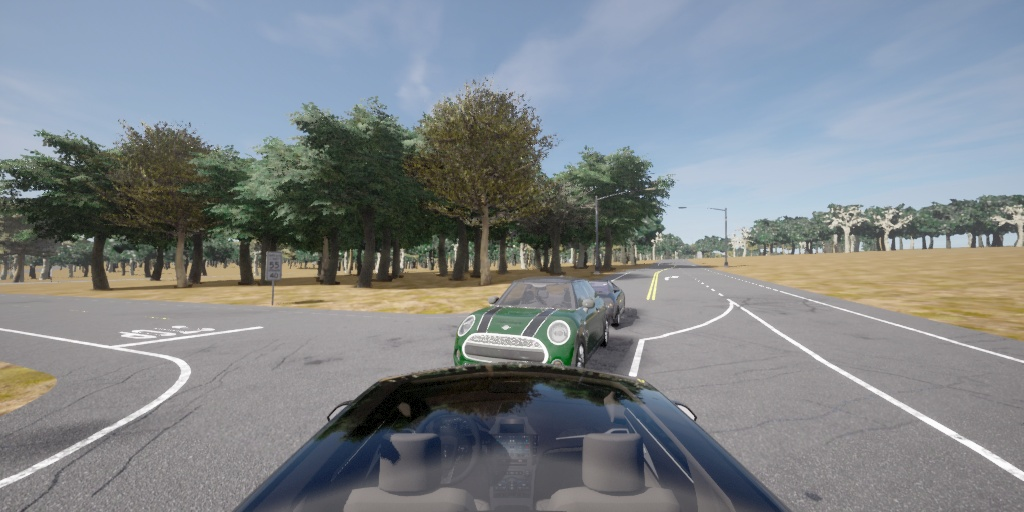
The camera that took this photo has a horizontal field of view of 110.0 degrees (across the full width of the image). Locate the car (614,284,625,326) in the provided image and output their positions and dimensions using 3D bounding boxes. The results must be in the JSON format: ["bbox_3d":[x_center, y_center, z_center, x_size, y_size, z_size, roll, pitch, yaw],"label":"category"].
[{"bbox_3d":[2.913,1.554,12.854,1.994,1.385,4.181,-2,0,22],"label":"car"}]

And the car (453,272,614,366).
[{"bbox_3d":[0.686,1.222,7.422,2.097,1.767,4.553,-1,-2,22],"label":"car"}]
